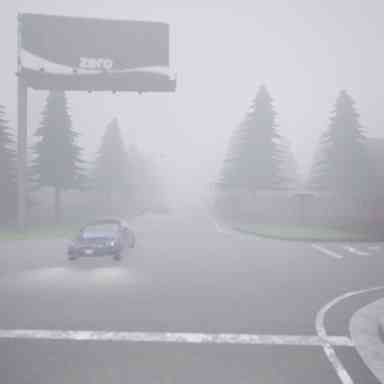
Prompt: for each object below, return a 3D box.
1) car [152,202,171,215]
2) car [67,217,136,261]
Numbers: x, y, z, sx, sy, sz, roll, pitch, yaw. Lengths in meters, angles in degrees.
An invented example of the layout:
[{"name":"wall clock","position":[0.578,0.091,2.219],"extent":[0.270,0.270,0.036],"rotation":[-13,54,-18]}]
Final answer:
[{"name":"car","position":[-3.445,1.877,38.585],"extent":[2.033,1.411,5.357],"rotation":[0,0,0]},{"name":"car","position":[-3.486,1.788,13.598],"extent":[1.812,1.442,4.674],"rotation":[0,0,0]}]
